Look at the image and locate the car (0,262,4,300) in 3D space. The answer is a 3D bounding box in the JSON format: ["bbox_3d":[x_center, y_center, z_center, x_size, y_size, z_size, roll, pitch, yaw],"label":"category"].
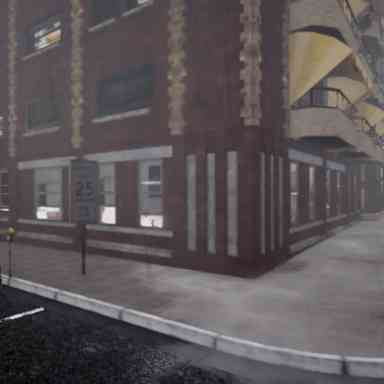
[{"bbox_3d":[-5.690,1.628,6.919,4.507,1.381,1.887,-1,0,35],"label":"car"}]
